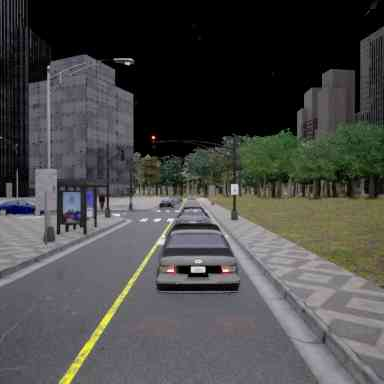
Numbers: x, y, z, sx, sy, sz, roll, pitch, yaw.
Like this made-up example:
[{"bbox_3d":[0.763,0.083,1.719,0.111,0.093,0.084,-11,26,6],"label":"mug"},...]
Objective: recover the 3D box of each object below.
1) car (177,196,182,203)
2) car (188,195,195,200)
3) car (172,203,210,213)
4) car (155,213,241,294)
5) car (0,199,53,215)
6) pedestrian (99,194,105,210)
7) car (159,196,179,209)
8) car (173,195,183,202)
[{"bbox_3d":[-3.120,1.496,58.825,1.994,1.385,4.181,0,0,0],"label":"car"},{"bbox_3d":[-0.153,1.470,86.414,1.895,1.301,4.718,0,0,0],"label":"car"},{"bbox_3d":[0.071,1.554,19.217,1.994,1.385,4.181,0,0,0],"label":"car"},{"bbox_3d":[0.094,1.545,8.939,2.033,1.411,5.357,0,0,-1],"label":"car"},{"bbox_3d":[-15.658,1.426,31.180,5.008,1.535,1.882,0,0,0],"label":"car"},{"bbox_3d":[-10.108,1.051,37.285,0.375,1.860,0.375,0,0,1],"label":"pedestrian"},{"bbox_3d":[-3.181,1.559,43.486,1.895,1.301,4.718,0,0,2],"label":"car"},{"bbox_3d":[-3.091,1.457,72.305,1.994,1.385,4.181,0,0,0],"label":"car"}]
